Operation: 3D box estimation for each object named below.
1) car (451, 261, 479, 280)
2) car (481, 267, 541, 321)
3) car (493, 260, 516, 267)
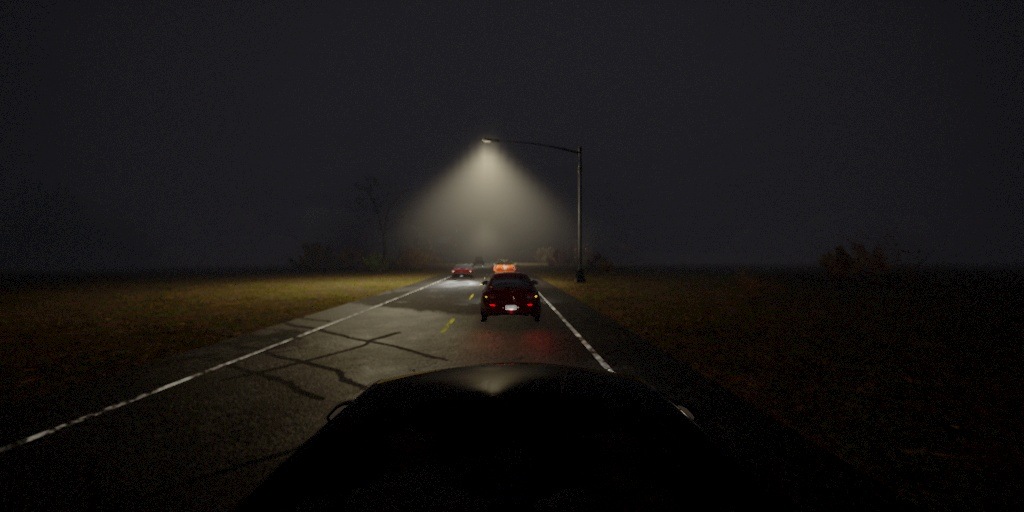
[{"bbox_3d":[-4.320,1.376,32.315,1.895,1.301,4.718,0,0,-2],"label":"car"},{"bbox_3d":[-0.065,1.284,12.333,1.812,1.442,4.674,0,0,-1],"label":"car"},{"bbox_3d":[-0.687,1.126,33.815,2.097,1.767,4.553,0,0,-2],"label":"car"}]
